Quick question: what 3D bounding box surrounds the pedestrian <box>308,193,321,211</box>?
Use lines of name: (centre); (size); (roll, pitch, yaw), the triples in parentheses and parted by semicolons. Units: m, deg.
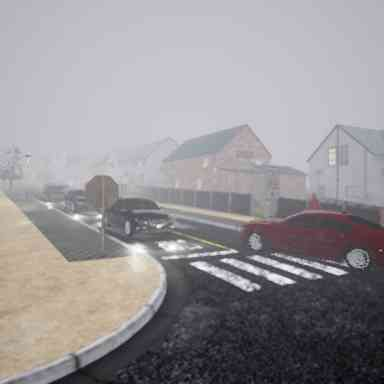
pedestrian: (5.039, 0.925, 13.783); (0.375, 1.860, 0.375); (4, -3, -31)

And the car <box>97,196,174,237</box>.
car: (-2.535, 0.985, 14.928); (1.837, 1.490, 4.892); (1, 2, -32)

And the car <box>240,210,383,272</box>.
car: (3.958, 1.321, 10.621); (5.008, 1.535, 1.882); (4, 5, 37)

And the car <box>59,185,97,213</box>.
car: (-7.751, 0.561, 23.469); (1.837, 1.490, 4.892); (1, 2, -31)

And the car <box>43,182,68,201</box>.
car: (-13.459, 0.096, 32.831); (1.837, 1.490, 4.892); (1, 2, -31)

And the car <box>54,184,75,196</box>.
car: (-17.058, -0.331, 44.346); (1.812, 1.442, 4.674); (1, 2, -31)

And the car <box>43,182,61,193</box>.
car: (-22.399, -0.785, 53.106); (1.837, 1.490, 4.892); (1, 2, -32)
